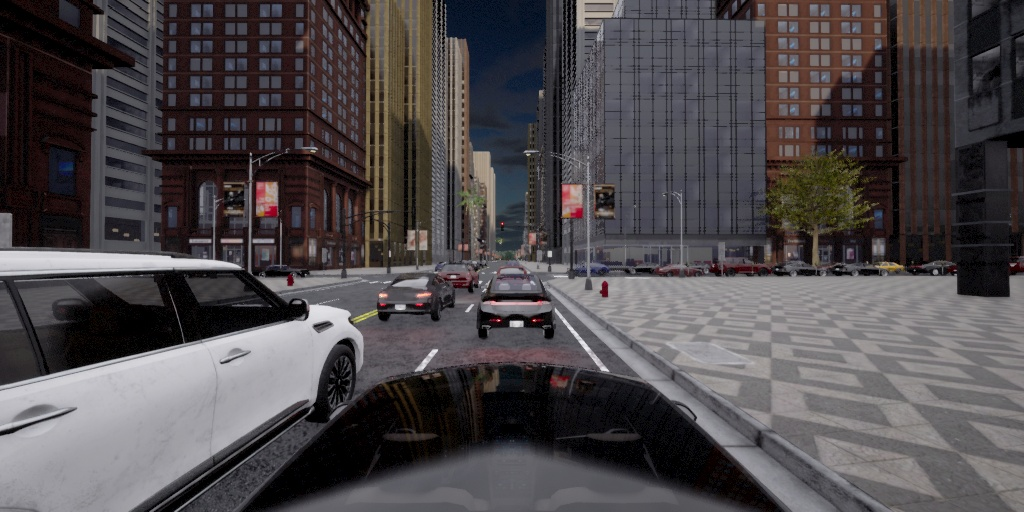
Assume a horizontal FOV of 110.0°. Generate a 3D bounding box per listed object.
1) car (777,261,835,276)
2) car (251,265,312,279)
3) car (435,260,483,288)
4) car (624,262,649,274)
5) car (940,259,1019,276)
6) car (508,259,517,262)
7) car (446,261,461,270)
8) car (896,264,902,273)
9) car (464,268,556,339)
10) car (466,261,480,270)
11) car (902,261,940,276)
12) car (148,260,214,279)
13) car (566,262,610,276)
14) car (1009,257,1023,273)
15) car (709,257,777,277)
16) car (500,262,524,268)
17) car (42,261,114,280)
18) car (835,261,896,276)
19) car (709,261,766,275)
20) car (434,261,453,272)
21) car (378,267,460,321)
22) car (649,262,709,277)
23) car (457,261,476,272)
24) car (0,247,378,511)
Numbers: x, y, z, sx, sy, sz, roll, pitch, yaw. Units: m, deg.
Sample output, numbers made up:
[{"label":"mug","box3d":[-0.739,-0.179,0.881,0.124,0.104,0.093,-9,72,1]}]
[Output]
[{"label":"car","box3d":[26.584,1.276,33.150,4.313,1.339,1.948,0,0,-1]},{"label":"car","box3d":[-22.407,1.528,34.991,4.718,1.301,1.895,0,-1,-3]},{"label":"car","box3d":[-3.153,1.142,21.404,2.097,1.767,4.553,0,0,0]},{"label":"car","box3d":[15.176,1.413,41.496,4.313,1.339,1.948,0,0,-1]},{"label":"car","box3d":[43.497,1.214,33.417,4.507,1.381,1.888,0,0,-1]},{"label":"car","box3d":[0.078,1.367,58.606,2.097,1.767,4.553,0,0,0]},{"label":"car","box3d":[-9.841,1.558,60.884,1.812,1.442,4.674,0,0,0]},{"label":"car","box3d":[43.199,1.296,41.937,4.829,1.417,1.751,0,0,-1]},{"label":"car","box3d":[0.097,1.249,10.112,2.128,1.511,4.902,0,0,0]},{"label":"car","box3d":[-6.591,1.562,61.337,1.812,1.442,4.674,0,0,0]},{"label":"car","box3d":[42.846,1.206,36.032,4.892,1.490,1.837,0,-1,-1]},{"label":"car","box3d":[-32.225,1.324,35.000,4.553,1.767,2.097,0,-1,0]},{"label":"car","box3d":[8.130,1.365,38.632,4.674,1.442,1.812,0,-1,-1]},{"label":"car","box3d":[49.136,0.973,33.505,5.009,1.841,2.192,0,0,-1]},{"label":"car","box3d":[20.947,1.041,33.061,5.009,1.841,2.192,0,0,-1]},{"label":"car","box3d":[-0.005,1.260,19.612,1.882,1.535,5.008,0,0,0]},{"label":"car","box3d":[-42.279,1.370,35.020,4.553,1.767,2.097,0,-1,1]},{"label":"car","box3d":[32.221,1.260,33.239,4.313,1.339,1.948,0,0,-1]},{"label":"car","box3d":[24.395,1.262,38.891,5.008,1.535,1.882,0,-1,-1]},{"label":"car","box3d":[-9.849,1.496,51.961,1.812,1.442,4.674,0,0,0]},{"label":"car","box3d":[-3.152,1.288,12.423,1.812,1.442,4.674,0,0,0]},{"label":"car","box3d":[15.309,1.328,32.972,4.207,1.307,1.802,0,0,-1]},{"label":"car","box3d":[-6.609,1.464,52.237,2.128,1.511,4.902,0,0,0]},{"label":"car","box3d":[-3.155,0.972,2.644,2.150,2.045,5.566,0,0,0]}]
